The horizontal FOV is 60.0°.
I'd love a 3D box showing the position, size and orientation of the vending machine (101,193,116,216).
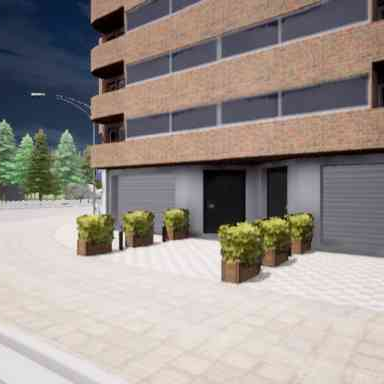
[{"bbox_3d":[-7.951,1.177,31.585,1.100,2.100,0.880,0,0,27],"label":"vending machine"}]
